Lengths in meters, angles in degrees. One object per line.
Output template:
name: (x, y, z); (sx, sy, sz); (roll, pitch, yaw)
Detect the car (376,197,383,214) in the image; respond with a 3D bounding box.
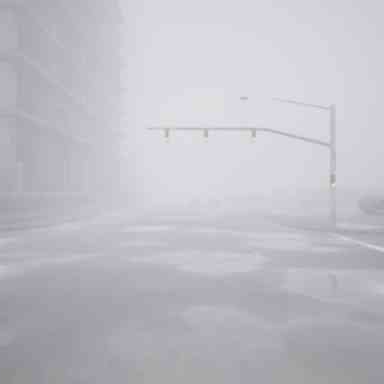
car: (25.527, 1.618, 41.022); (3.806, 1.475, 1.970); (0, 0, 1)

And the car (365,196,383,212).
car: (25.583, 1.599, 43.917); (3.905, 1.438, 1.784); (0, 0, 1)

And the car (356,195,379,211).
car: (25.583, 1.401, 46.601); (4.605, 1.855, 1.932); (0, 0, 1)

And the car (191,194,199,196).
car: (0.562, 1.445, 68.421); (2.150, 2.045, 5.566); (0, 0, 1)

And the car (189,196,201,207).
car: (0.436, 1.806, 57.969); (2.033, 1.411, 5.357); (0, 0, 1)

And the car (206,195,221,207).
car: (3.941, 1.784, 58.343); (1.812, 1.442, 4.674); (0, 0, 1)

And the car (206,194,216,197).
car: (4.061, 1.443, 68.379); (2.150, 2.045, 5.566); (0, 0, 1)
